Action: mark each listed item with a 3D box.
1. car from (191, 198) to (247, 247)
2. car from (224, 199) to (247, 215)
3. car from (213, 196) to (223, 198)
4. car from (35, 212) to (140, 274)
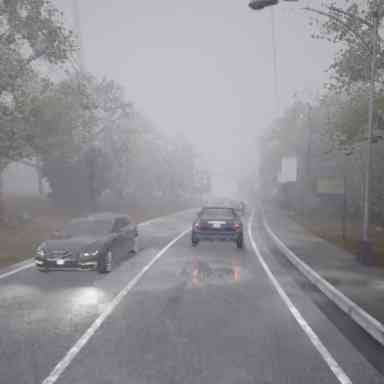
[{"bbox_3d":[1.234,1.336,15.212,2.097,1.767,4.553,1,0,7],"label":"car"},{"bbox_3d":[4.702,1.523,35.174,2.033,1.411,5.357,1,0,11],"label":"car"},{"bbox_3d":[3.983,1.390,51.700,2.128,1.511,4.902,1,0,9],"label":"car"},{"bbox_3d":[-2.993,1.457,10.519,1.837,1.490,4.892,0,0,5],"label":"car"}]
